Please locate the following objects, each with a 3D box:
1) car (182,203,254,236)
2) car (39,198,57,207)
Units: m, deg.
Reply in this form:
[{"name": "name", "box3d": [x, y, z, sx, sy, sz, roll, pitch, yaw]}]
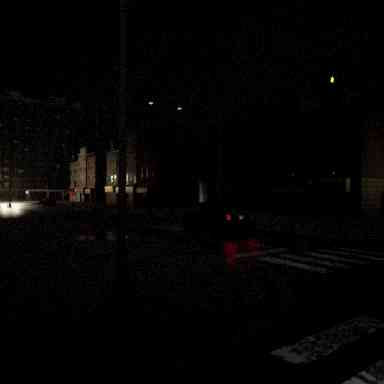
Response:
[{"name": "car", "box3d": [1.327, 1.393, 19.062, 2.097, 1.767, 4.553, 1, 0, -35]}, {"name": "car", "box3d": [-23.401, 1.681, 53.908, 2.033, 1.411, 5.357, 1, 0, -36]}]
